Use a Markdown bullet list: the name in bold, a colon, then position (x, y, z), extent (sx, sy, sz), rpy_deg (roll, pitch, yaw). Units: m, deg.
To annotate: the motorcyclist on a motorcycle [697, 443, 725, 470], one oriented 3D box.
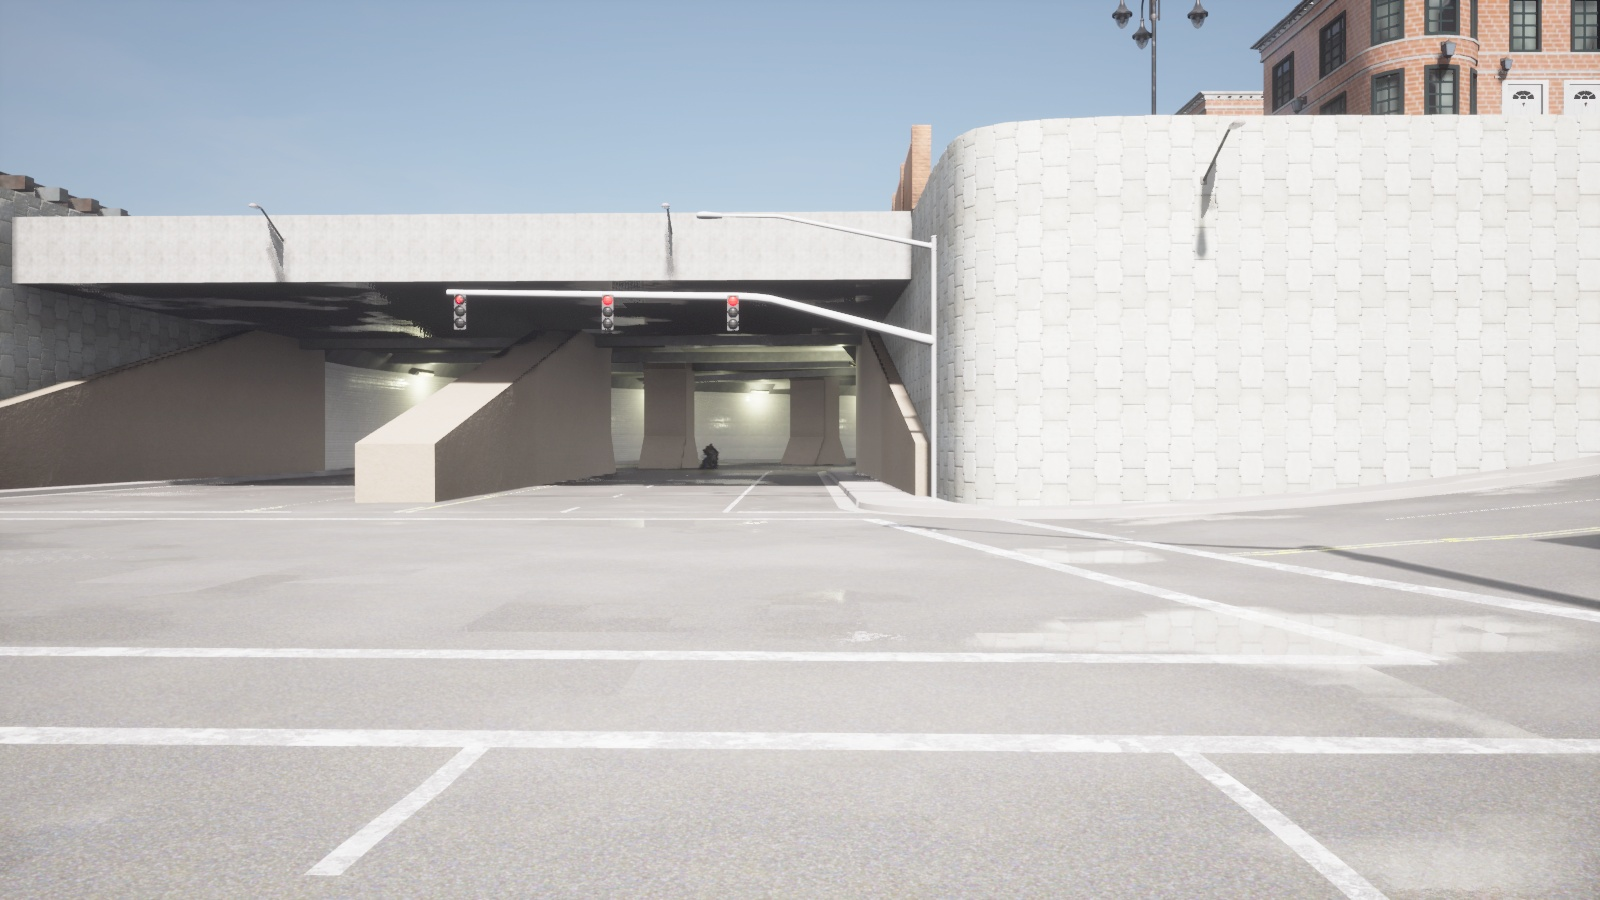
- **motorcyclist on a motorcycle**: position (-5.150, 0.366, 72.861), extent (0.866, 1.530, 2.191), rpy_deg (0, 0, 17)
